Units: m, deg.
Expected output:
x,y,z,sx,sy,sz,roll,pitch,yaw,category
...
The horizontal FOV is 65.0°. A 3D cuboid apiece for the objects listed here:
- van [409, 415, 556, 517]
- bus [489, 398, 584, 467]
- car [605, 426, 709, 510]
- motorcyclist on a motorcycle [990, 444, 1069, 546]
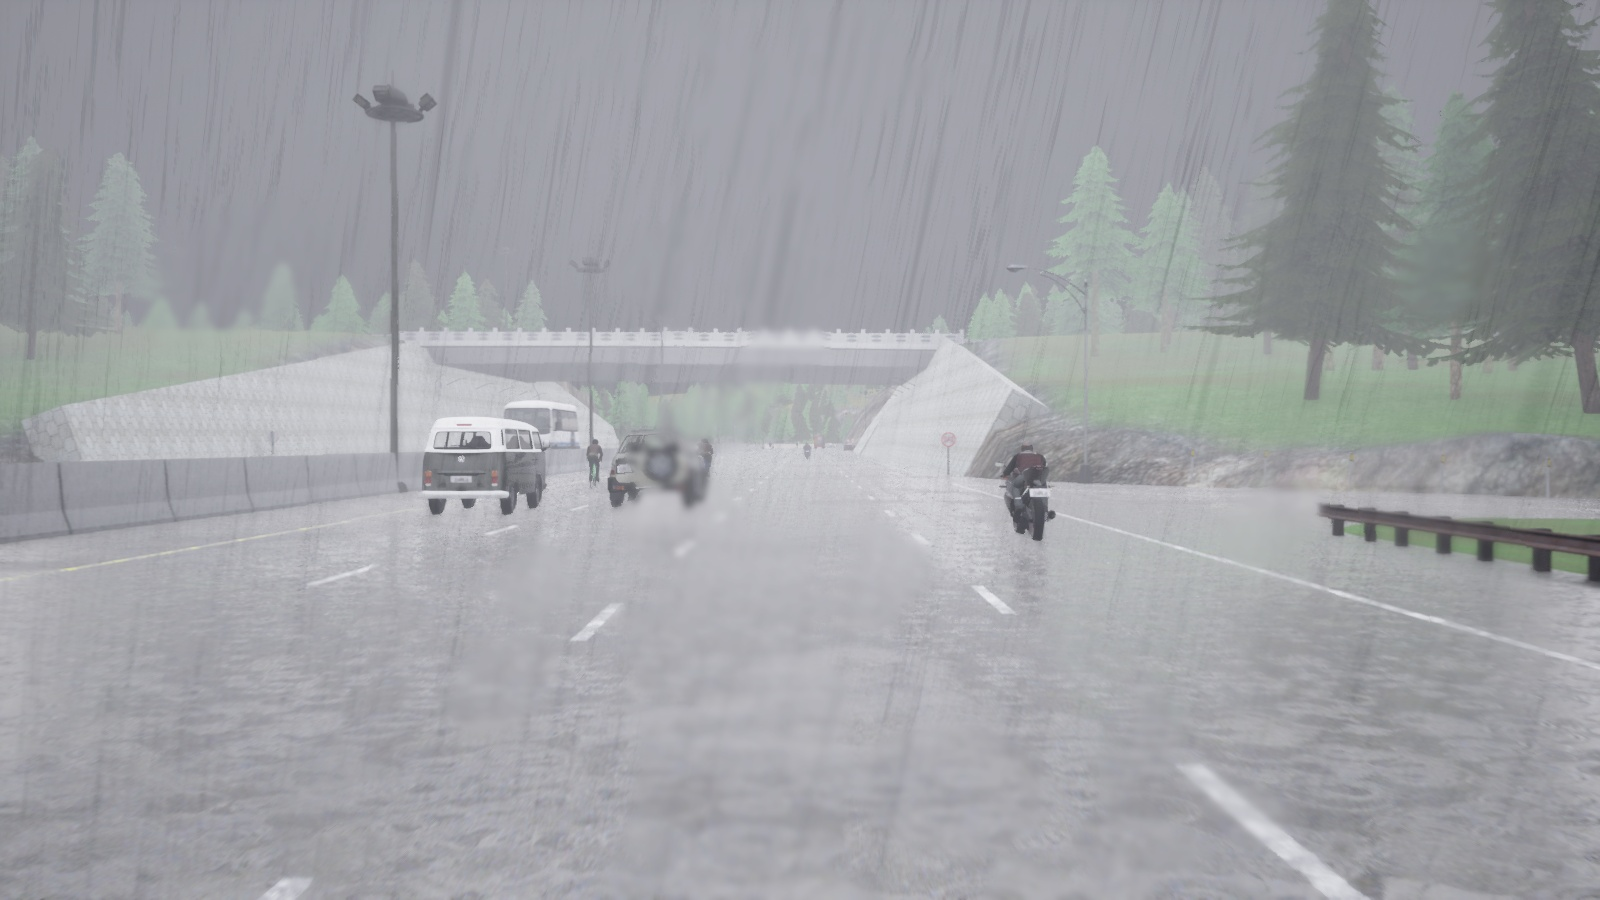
x,y,z,sx,sy,sz,roll,pitch,yaw,category
-6.828,0.309,27.535,2.069,2.038,4.480,0,0,0,van
-17.017,-1.106,82.037,3.944,4.253,10.273,0,0,0,bus
-3.314,0.392,29.928,1.932,1.855,4.605,0,0,0,car
3.629,0.671,20.039,0.866,1.530,2.191,0,0,0,motorcyclist on a motorcycle
